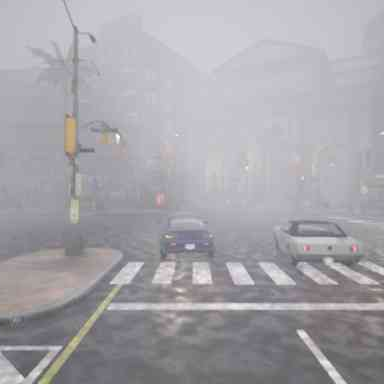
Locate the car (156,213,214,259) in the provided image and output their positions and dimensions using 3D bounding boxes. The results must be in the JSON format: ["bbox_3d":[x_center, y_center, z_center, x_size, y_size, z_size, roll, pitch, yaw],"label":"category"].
[{"bbox_3d":[-0.353,1.528,12.630,1.812,1.442,4.674,0,0,-7],"label":"car"}]

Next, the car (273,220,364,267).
[{"bbox_3d":[4.014,1.603,11.462,1.895,1.301,4.718,0,0,5],"label":"car"}]
